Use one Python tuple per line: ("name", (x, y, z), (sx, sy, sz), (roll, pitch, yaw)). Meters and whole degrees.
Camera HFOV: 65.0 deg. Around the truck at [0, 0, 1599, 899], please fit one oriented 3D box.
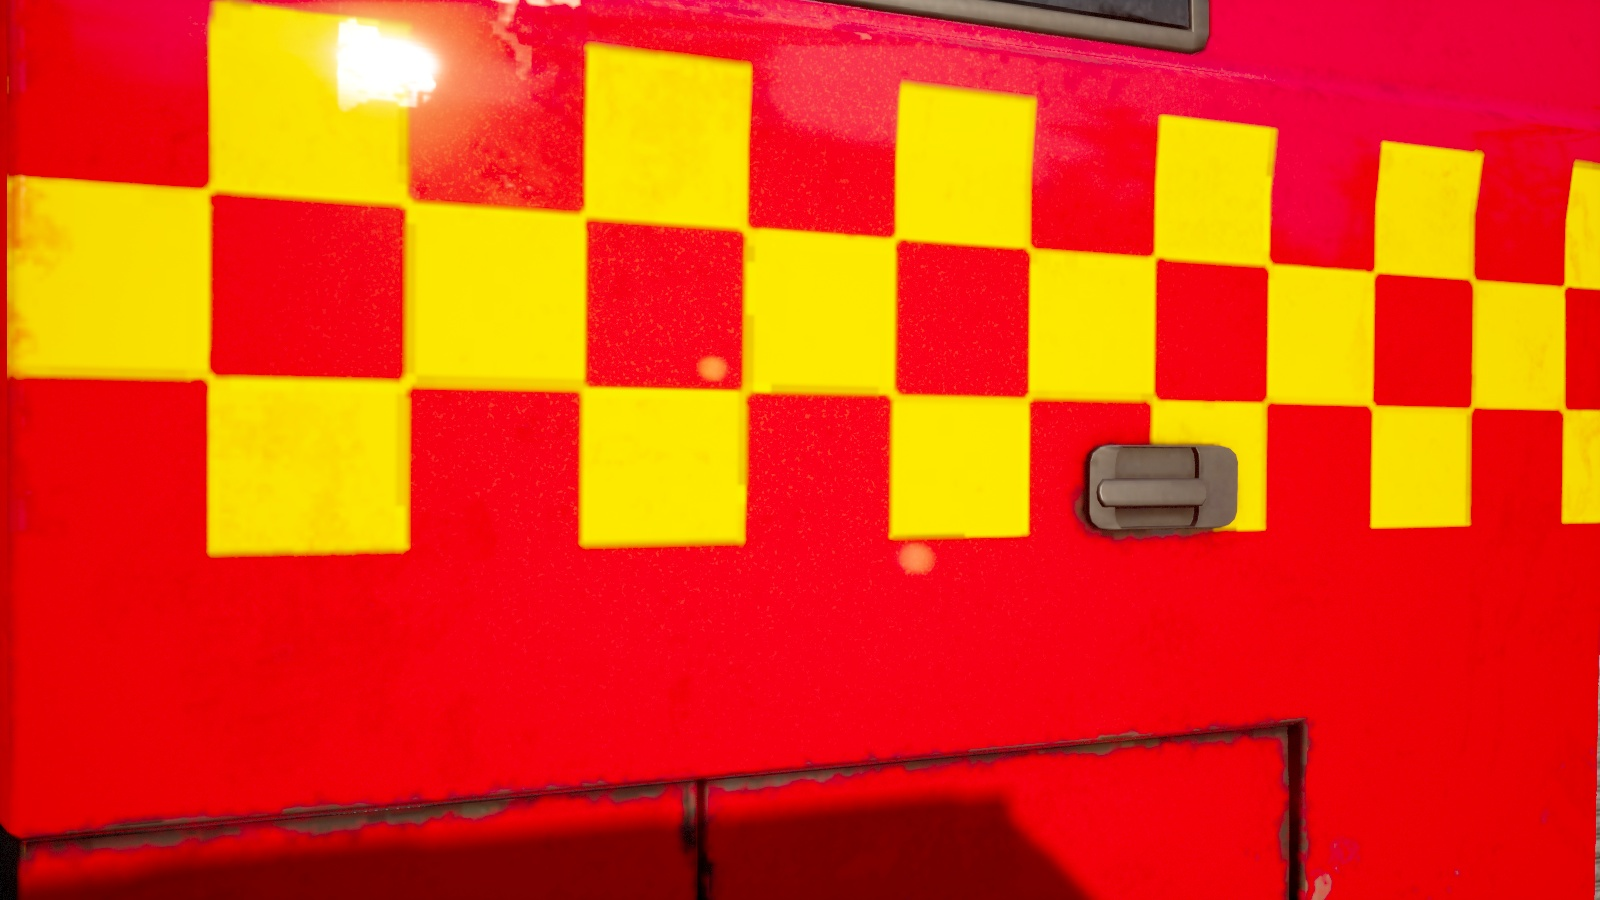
("truck", (0.048, -0.420, 3.242), (8.468, 3.827, 2.891), (-1, 1, -21))
